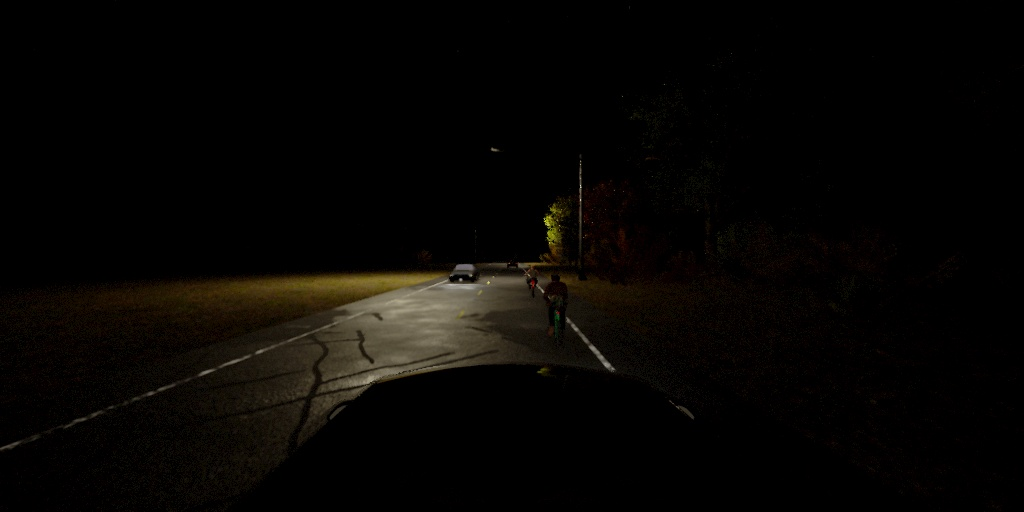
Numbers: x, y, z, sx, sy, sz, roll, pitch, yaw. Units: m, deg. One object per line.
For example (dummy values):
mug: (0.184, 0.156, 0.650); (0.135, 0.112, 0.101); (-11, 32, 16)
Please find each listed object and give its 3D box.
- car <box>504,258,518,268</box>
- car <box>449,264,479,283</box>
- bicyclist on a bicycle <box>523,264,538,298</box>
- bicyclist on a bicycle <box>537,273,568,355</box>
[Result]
car: (0.093, 1.298, 61.274); (2.033, 1.411, 5.357); (0, 0, 0)
car: (-3.604, 1.297, 27.904); (2.033, 1.411, 5.357); (0, 0, 0)
bicyclist on a bicycle: (0.993, 1.186, 17.510); (0.866, 1.612, 1.509); (0, 0, 0)
bicyclist on a bicycle: (0.962, 1.203, 7.770); (0.582, 1.620, 1.656); (0, 0, 0)
